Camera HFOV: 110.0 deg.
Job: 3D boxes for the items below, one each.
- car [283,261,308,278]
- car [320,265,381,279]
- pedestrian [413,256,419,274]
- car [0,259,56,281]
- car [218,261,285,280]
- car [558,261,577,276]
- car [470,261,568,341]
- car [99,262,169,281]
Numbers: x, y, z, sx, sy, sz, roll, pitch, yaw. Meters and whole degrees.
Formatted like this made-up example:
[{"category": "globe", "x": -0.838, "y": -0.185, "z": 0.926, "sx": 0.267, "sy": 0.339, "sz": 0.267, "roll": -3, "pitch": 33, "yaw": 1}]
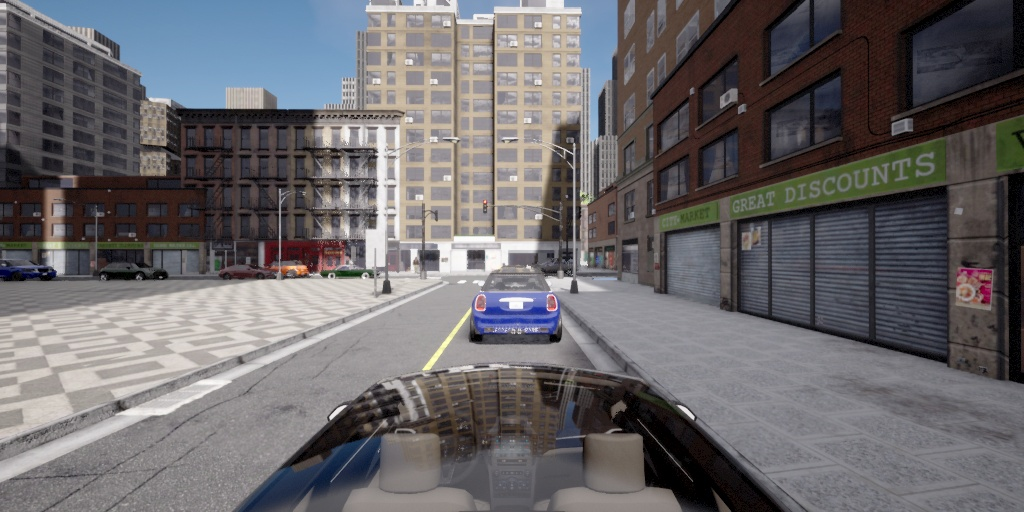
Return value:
[{"category": "car", "x": -22.615, "y": 1.262, "z": 35.025, "sx": 4.553, "sy": 1.767, "sz": 2.097, "roll": 0, "pitch": 0, "yaw": -1}, {"category": "car", "x": -14.269, "y": 1.442, "z": 31.948, "sx": 4.718, "sy": 1.301, "sz": 1.895, "roll": 0, "pitch": 0, "yaw": -1}, {"category": "pedestrian", "x": -10.244, "y": 0.969, "z": 38.247, "sx": 0.375, "sy": 1.860, "sz": 0.375, "roll": 0, "pitch": 0, "yaw": -1}, {"category": "car", "x": -43.907, "y": 1.256, "z": 31.551, "sx": 5.566, "sy": 2.045, "sz": 2.150, "roll": 0, "pitch": 0, "yaw": 0}, {"category": "car", "x": -23.339, "y": 1.433, "z": 31.829, "sx": 4.674, "sy": 1.442, "sz": 1.812, "roll": 0, "pitch": 0, "yaw": -1}, {"category": "car", "x": 3.806, "y": 1.188, "z": 34.513, "sx": 4.902, "sy": 1.511, "sz": 2.128, "roll": -1, "pitch": 0, "yaw": -16}, {"category": "car", "x": 0.085, "y": 1.101, "z": 9.979, "sx": 2.097, "sy": 1.767, "sz": 4.553, "roll": 0, "pitch": 0, "yaw": 0}, {"category": "car", "x": -33.287, "y": 1.323, "z": 31.671, "sx": 4.553, "sy": 1.767, "sz": 2.097, "roll": 0, "pitch": 0, "yaw": -1}]
